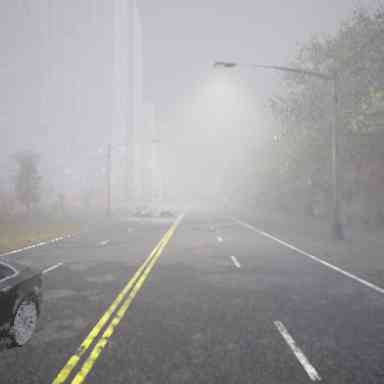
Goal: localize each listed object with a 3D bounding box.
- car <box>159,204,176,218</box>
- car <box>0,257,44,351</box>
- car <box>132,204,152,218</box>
[{"bbox_3d":[-3.248,2.678,43.770,1.895,1.301,4.718,0,-1,0],"label":"car"},{"bbox_3d":[-3.312,1.488,3.446,2.128,1.511,4.902,1,-2,0],"label":"car"},{"bbox_3d":[-6.496,2.443,43.907,2.097,1.767,4.553,0,-1,0],"label":"car"}]
